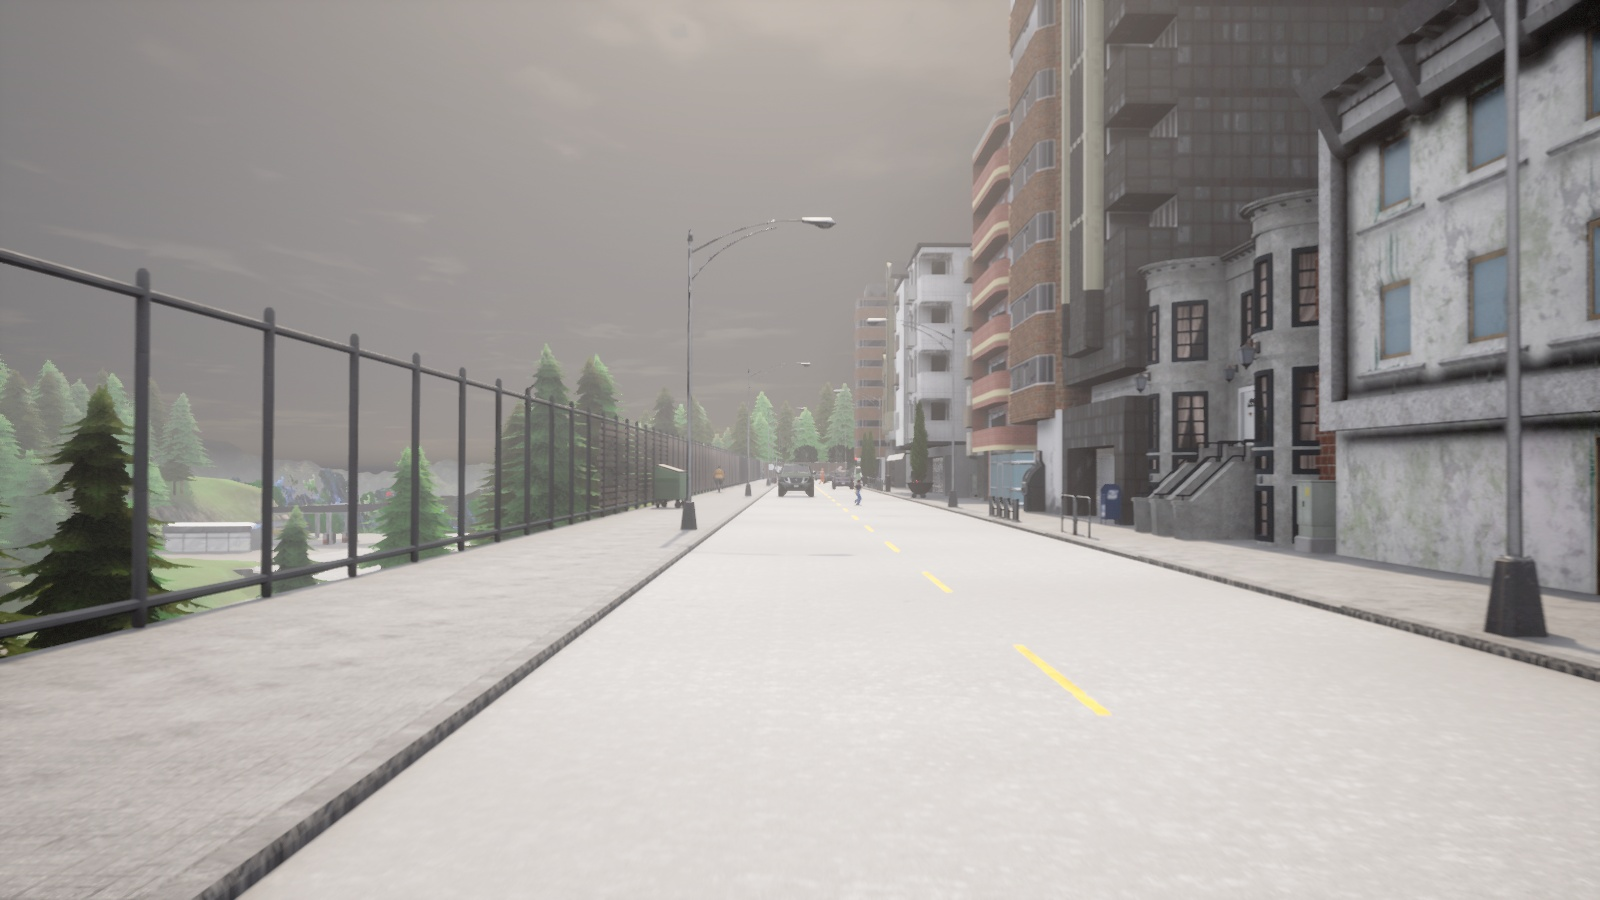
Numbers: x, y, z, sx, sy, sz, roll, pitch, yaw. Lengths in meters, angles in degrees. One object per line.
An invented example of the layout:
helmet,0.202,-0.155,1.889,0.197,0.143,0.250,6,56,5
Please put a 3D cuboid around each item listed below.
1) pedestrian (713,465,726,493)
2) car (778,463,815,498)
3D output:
pedestrian,-5.343,1.942,83.418,0.874,1.855,0.900,0,-1,-4
car,-0.216,1.820,76.817,2.150,2.045,5.566,0,-1,0
